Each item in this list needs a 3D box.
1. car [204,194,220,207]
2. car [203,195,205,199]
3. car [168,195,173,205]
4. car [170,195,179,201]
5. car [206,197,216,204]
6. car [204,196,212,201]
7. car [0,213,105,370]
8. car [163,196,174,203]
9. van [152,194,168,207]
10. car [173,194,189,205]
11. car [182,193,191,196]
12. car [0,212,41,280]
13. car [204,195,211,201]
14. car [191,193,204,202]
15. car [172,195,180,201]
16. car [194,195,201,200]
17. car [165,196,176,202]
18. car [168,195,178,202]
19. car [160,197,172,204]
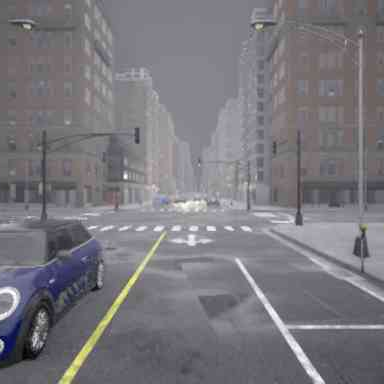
[{"bbox_3d":[3.319,1.457,52.413,1.967,1.590,4.097,0,0,1],"label":"car"},{"bbox_3d":[3.438,1.588,57.937,1.947,1.339,4.313,0,0,1],"label":"car"},{"bbox_3d":[-5.087,1.337,58.114,2.192,1.841,5.009,0,0,1],"label":"car"},{"bbox_3d":[-4.493,1.490,85.725,1.967,1.590,4.097,0,0,1],"label":"car"},{"bbox_3d":[3.557,1.610,63.461,1.802,1.307,4.206,0,0,1],"label":"car"},{"bbox_3d":[4.031,1.616,85.556,1.947,1.339,4.313,0,0,1],"label":"car"},{"bbox_3d":[-3.089,1.351,5.919,2.097,1.767,4.553,0,0,0],"label":"car"},{"bbox_3d":[-4.849,1.584,69.158,2.008,1.369,4.403,0,0,1],"label":"car"},{"bbox_3d":[-5.205,1.358,52.591,1.690,1.788,3.998,0,0,1],"label":"van"},{"bbox_3d":[-2.192,1.589,61.453,1.994,1.385,4.181,0,0,2],"label":"car"},{"bbox_3d":[-1.822,1.396,76.967,2.097,1.767,4.553,0,0,1],"label":"car"},{"bbox_3d":[-5.862,1.440,8.705,1.967,1.590,4.097,0,0,0],"label":"car"},{"bbox_3d":[4.150,1.600,91.080,1.887,1.381,4.507,0,0,1],"label":"car"},{"bbox_3d":[1.219,1.561,78.810,2.128,1.511,4.902,0,0,1],"label":"car"},{"bbox_3d":[-4.378,1.581,91.077,1.752,1.417,4.829,0,0,1],"label":"car"},{"bbox_3d":[1.442,1.456,89.227,1.994,1.385,4.181,0,0,1],"label":"car"},{"bbox_3d":[-4.730,1.590,74.681,2.008,1.369,4.403,0,0,1],"label":"car"},{"bbox_3d":[-4.611,1.485,80.203,1.967,1.590,4.097,0,0,1],"label":"car"},{"bbox_3d":[-4.967,1.594,63.636,1.947,1.339,4.313,0,0,1],"label":"car"}]
